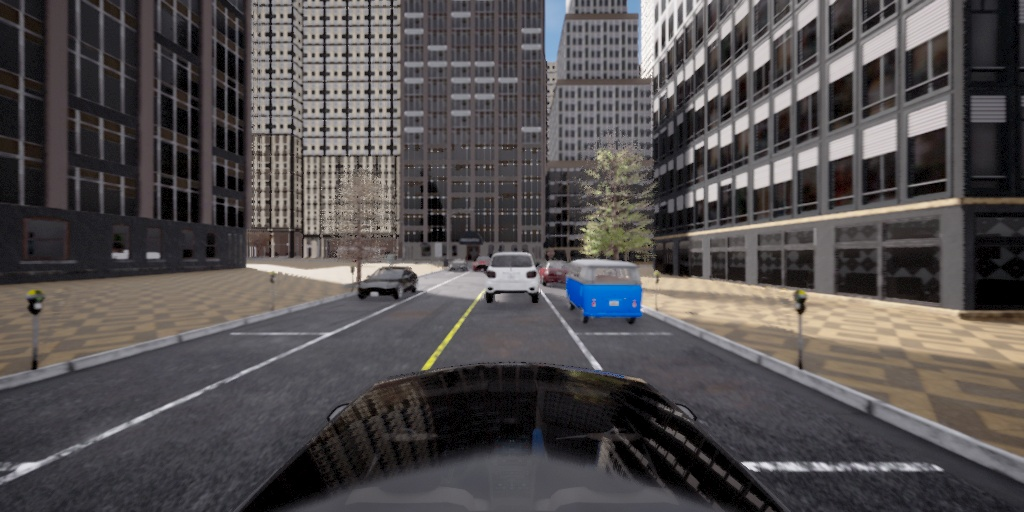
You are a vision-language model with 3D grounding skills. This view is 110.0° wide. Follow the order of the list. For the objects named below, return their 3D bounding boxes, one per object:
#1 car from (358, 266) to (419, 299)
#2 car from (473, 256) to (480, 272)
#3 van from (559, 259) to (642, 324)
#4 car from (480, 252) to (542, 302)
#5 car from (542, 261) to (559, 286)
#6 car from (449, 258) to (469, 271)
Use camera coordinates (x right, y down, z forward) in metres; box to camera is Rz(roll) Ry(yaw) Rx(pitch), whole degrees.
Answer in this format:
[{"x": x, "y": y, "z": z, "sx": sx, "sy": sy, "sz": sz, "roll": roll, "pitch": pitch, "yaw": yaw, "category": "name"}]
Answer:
[{"x": -5.683, "y": 1.176, "z": 16.992, "sx": 1.948, "sy": 1.339, "sz": 4.313, "roll": 0, "pitch": 0, "yaw": 0, "category": "car"}, {"x": -2.986, "y": 0.776, "z": 38.402, "sx": 2.097, "sy": 1.767, "sz": 4.553, "roll": 0, "pitch": 1, "yaw": 0, "category": "car"}, {"x": 2.696, "y": 1.003, "z": 11.340, "sx": 1.690, "sy": 1.789, "sz": 3.998, "roll": 0, "pitch": 0, "yaw": 0, "category": "van"}, {"x": 0.082, "y": 0.838, "z": 16.219, "sx": 2.150, "sy": 2.045, "sz": 5.566, "roll": 0, "pitch": 0, "yaw": 2, "category": "car"}, {"x": 2.700, "y": 0.998, "z": 22.622, "sx": 1.967, "sy": 1.591, "sz": 4.097, "roll": 0, "pitch": 0, "yaw": 0, "category": "car"}, {"x": -5.804, "y": 0.951, "z": 39.560, "sx": 2.007, "sy": 1.370, "sz": 4.403, "roll": 0, "pitch": 0, "yaw": 0, "category": "car"}]
